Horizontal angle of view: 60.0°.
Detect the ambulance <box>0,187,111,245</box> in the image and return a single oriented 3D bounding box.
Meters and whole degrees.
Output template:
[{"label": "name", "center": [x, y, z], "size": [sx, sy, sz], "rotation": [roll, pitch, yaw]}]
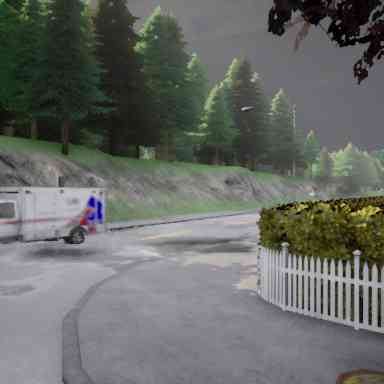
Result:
[{"label": "ambulance", "center": [-6.487, 1.028, 13.562], "size": [2.351, 2.431, 6.366], "rotation": [0, 0, 36]}]
